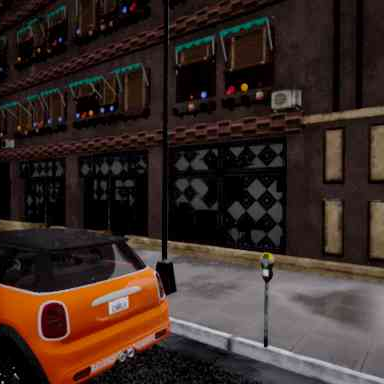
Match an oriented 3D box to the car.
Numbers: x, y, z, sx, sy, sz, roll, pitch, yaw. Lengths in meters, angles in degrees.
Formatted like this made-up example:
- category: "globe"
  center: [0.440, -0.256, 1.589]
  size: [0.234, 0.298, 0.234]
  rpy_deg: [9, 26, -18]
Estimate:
- category: "car"
  center: [-2.574, 1.350, 5.167]
  size: [4.553, 1.767, 2.097]
  rpy_deg: [0, 0, 36]
